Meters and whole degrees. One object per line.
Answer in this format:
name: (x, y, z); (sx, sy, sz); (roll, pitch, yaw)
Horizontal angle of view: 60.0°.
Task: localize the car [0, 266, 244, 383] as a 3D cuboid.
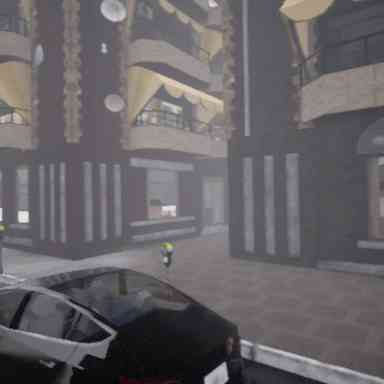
car: (-1.490, 1.592, 3.951); (4.313, 1.339, 1.947); (-1, -1, 36)
